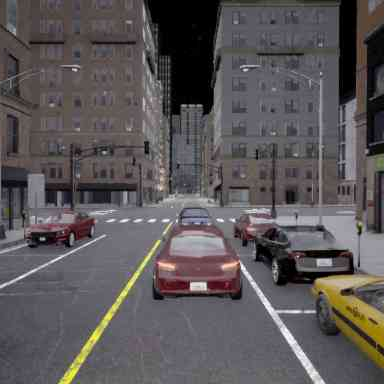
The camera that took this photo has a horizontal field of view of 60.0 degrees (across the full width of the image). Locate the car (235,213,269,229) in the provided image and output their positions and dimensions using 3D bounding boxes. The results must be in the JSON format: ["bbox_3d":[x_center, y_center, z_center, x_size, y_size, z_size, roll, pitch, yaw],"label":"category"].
[{"bbox_3d":[2.870,1.577,14.871,1.802,1.307,4.206,-1,0,0],"label":"car"}]

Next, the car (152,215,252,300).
[{"bbox_3d":[0.100,1.523,8.254,1.812,1.442,4.674,0,0,0],"label":"car"}]

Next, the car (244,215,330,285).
[{"bbox_3d":[2.868,1.563,9.286,1.947,1.339,4.313,-1,0,0],"label":"car"}]

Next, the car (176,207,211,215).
[{"bbox_3d":[0.136,1.542,18.275,2.033,1.411,5.357,0,0,-3],"label":"car"}]

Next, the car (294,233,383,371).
[{"bbox_3d":[2.866,1.524,3.869,1.752,1.417,4.829,-1,0,0],"label":"car"}]

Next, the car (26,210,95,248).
[{"bbox_3d":[-5.676,1.540,14.871,1.887,1.381,4.507,-1,0,0],"label":"car"}]
